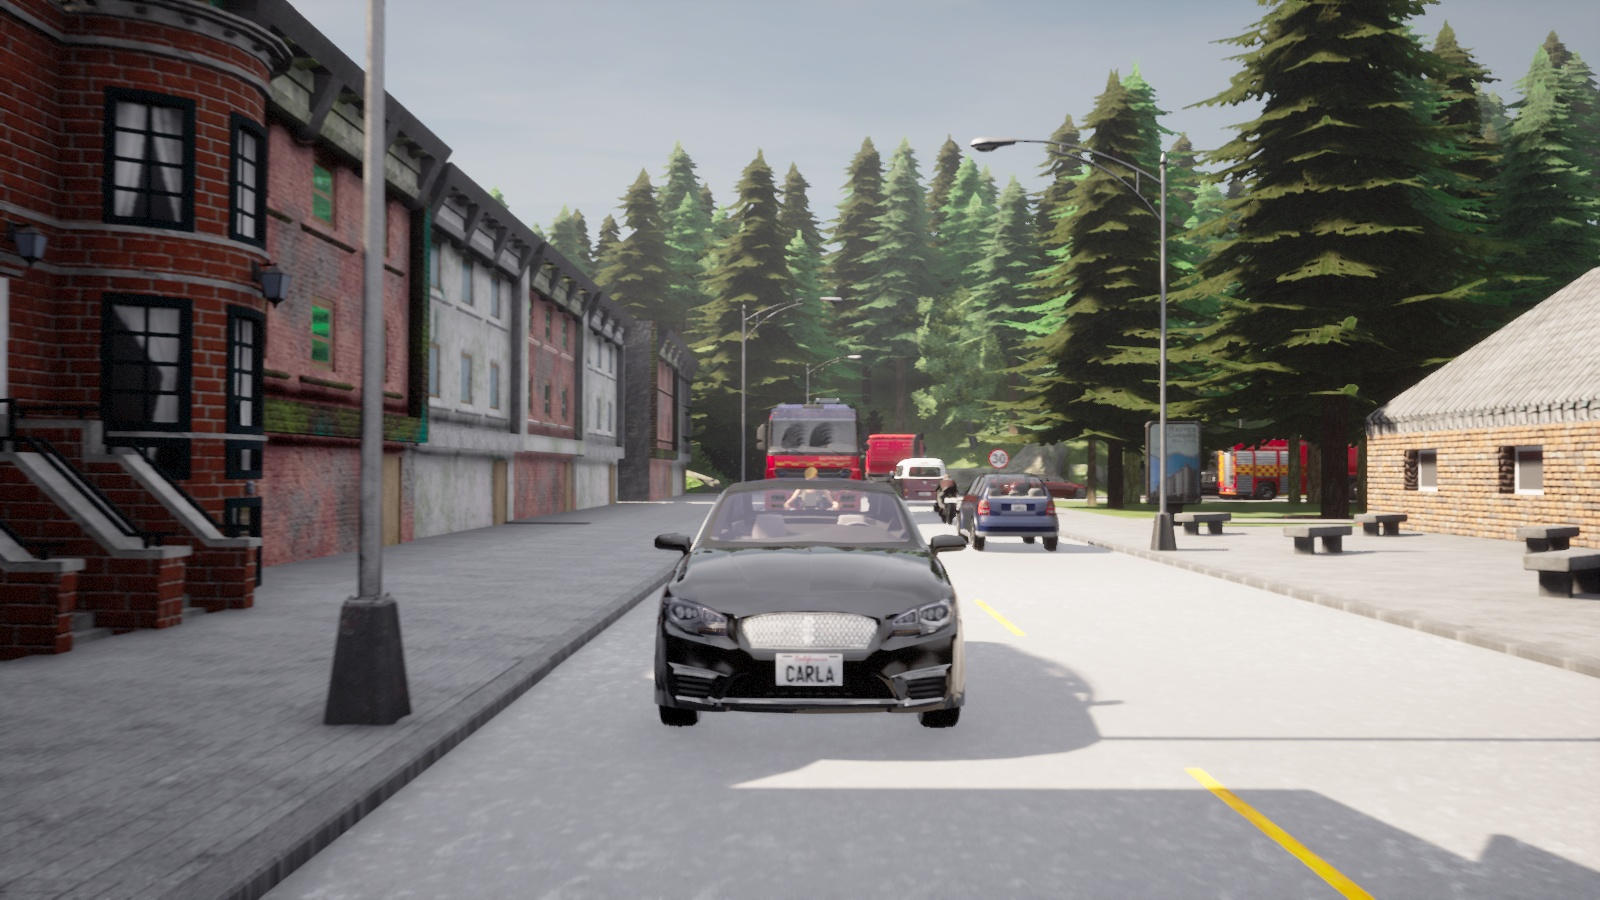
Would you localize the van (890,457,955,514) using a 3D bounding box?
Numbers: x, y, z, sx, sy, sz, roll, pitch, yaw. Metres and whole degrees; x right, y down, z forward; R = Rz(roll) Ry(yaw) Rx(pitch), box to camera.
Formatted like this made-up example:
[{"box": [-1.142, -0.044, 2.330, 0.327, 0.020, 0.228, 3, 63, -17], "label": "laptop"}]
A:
[{"box": [4.557, 1.309, 47.234, 2.069, 2.038, 4.480, 0, -1, 1], "label": "van"}]

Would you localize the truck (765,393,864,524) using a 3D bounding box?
[{"box": [0.475, 0.332, 41.032, 2.891, 3.827, 8.468, 0, -1, 1], "label": "truck"}]

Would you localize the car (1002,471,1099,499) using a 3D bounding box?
[{"box": [13.757, 1.918, 69.025, 4.792, 1.488, 2.163, 0, -1, -8], "label": "car"}]

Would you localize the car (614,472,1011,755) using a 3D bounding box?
[{"box": [0.090, 0.924, 9.198, 2.128, 1.511, 4.902, 0, -1, 1], "label": "car"}]

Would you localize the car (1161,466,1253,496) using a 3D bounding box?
[{"box": [23.602, 1.797, 72.987, 4.611, 1.667, 2.242, 0, -1, 0], "label": "car"}]

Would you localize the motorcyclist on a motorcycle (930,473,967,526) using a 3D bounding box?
[{"box": [4.435, 1.460, 37.561, 0.866, 1.530, 2.191, 0, -1, 1], "label": "motorcyclist on a motorcycle"}]

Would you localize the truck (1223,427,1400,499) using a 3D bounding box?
[{"box": [27.983, 0.706, 68.965, 8.468, 3.827, 2.891, 0, -1, 2], "label": "truck"}]

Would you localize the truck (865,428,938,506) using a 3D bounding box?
[{"box": [4.718, 0.813, 59.834, 2.891, 3.462, 7.936, 0, -1, 1], "label": "truck"}]

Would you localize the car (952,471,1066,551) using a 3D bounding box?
[{"box": [4.290, 1.216, 26.271, 1.789, 1.549, 3.705, 0, -1, 1], "label": "car"}]
